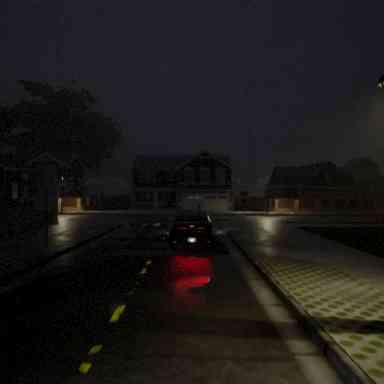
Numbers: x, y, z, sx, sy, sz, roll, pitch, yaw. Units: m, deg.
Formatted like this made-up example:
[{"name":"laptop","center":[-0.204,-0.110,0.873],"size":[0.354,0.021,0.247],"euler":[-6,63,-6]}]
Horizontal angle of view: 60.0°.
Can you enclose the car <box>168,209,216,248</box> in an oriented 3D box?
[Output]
[{"name":"car","center":[0.000,1.517,14.674],"size":[1.837,1.490,4.892],"euler":[0,0,0]}]
